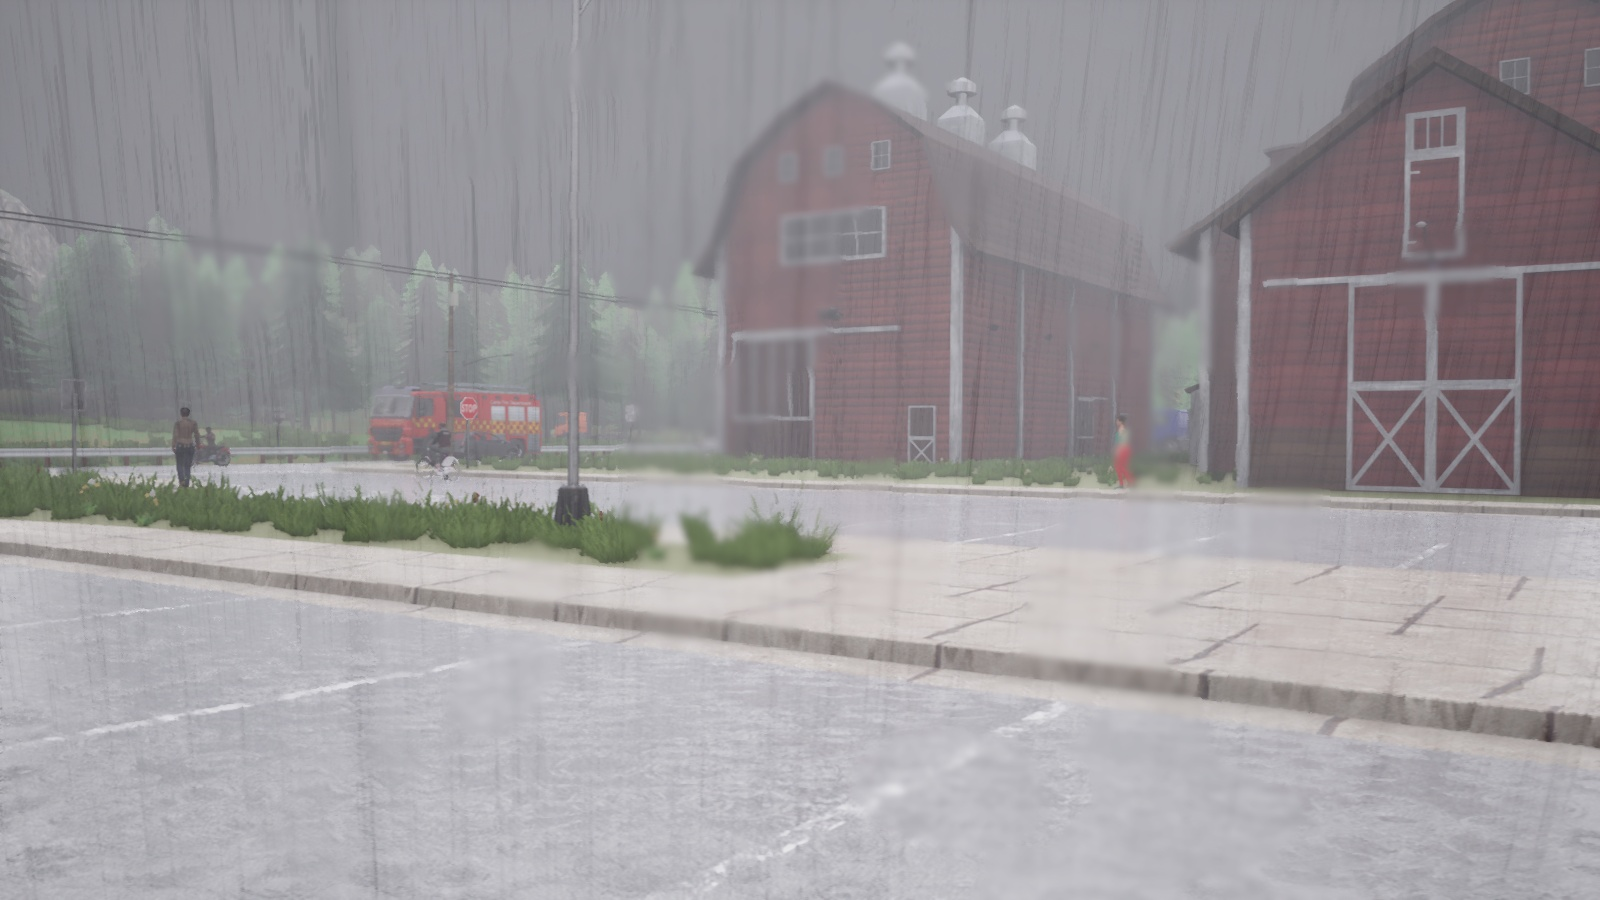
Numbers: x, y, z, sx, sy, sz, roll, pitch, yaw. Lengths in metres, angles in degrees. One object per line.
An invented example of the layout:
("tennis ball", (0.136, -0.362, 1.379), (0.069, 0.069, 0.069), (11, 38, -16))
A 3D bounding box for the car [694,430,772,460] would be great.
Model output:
("car", (-3.875, -0.301, 73.535), (2.242, 1.667, 4.611), (0, 1, 34))

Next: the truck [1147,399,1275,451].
("truck", (28.383, -1.674, 86.907), (7.936, 3.462, 2.891), (0, 1, 33))

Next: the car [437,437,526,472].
("car", (-14.598, 0.183, 57.641), (1.845, 1.501, 3.633), (0, 1, 34))

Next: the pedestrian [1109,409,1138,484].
("pedestrian", (7.996, -0.088, 31.033), (0.594, 1.836, 0.345), (0, 1, 31))

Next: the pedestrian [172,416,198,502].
("pedestrian", (-13.114, 0.194, 26.769), (0.328, 1.805, 0.869), (-1, 1, -37))

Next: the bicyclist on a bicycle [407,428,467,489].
("bicyclist on a bicycle", (-10.805, 0.252, 37.385), (1.843, 1.776, 0.659), (0, 1, 33))

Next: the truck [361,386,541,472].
("truck", (-16.709, -1.012, 60.773), (2.891, 3.827, 8.468), (0, 1, 34))

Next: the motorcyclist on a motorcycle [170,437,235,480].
("motorcyclist on a motorcycle", (-23.716, 0.315, 49.922), (0.766, 1.649, 2.350), (0, 1, 26))
